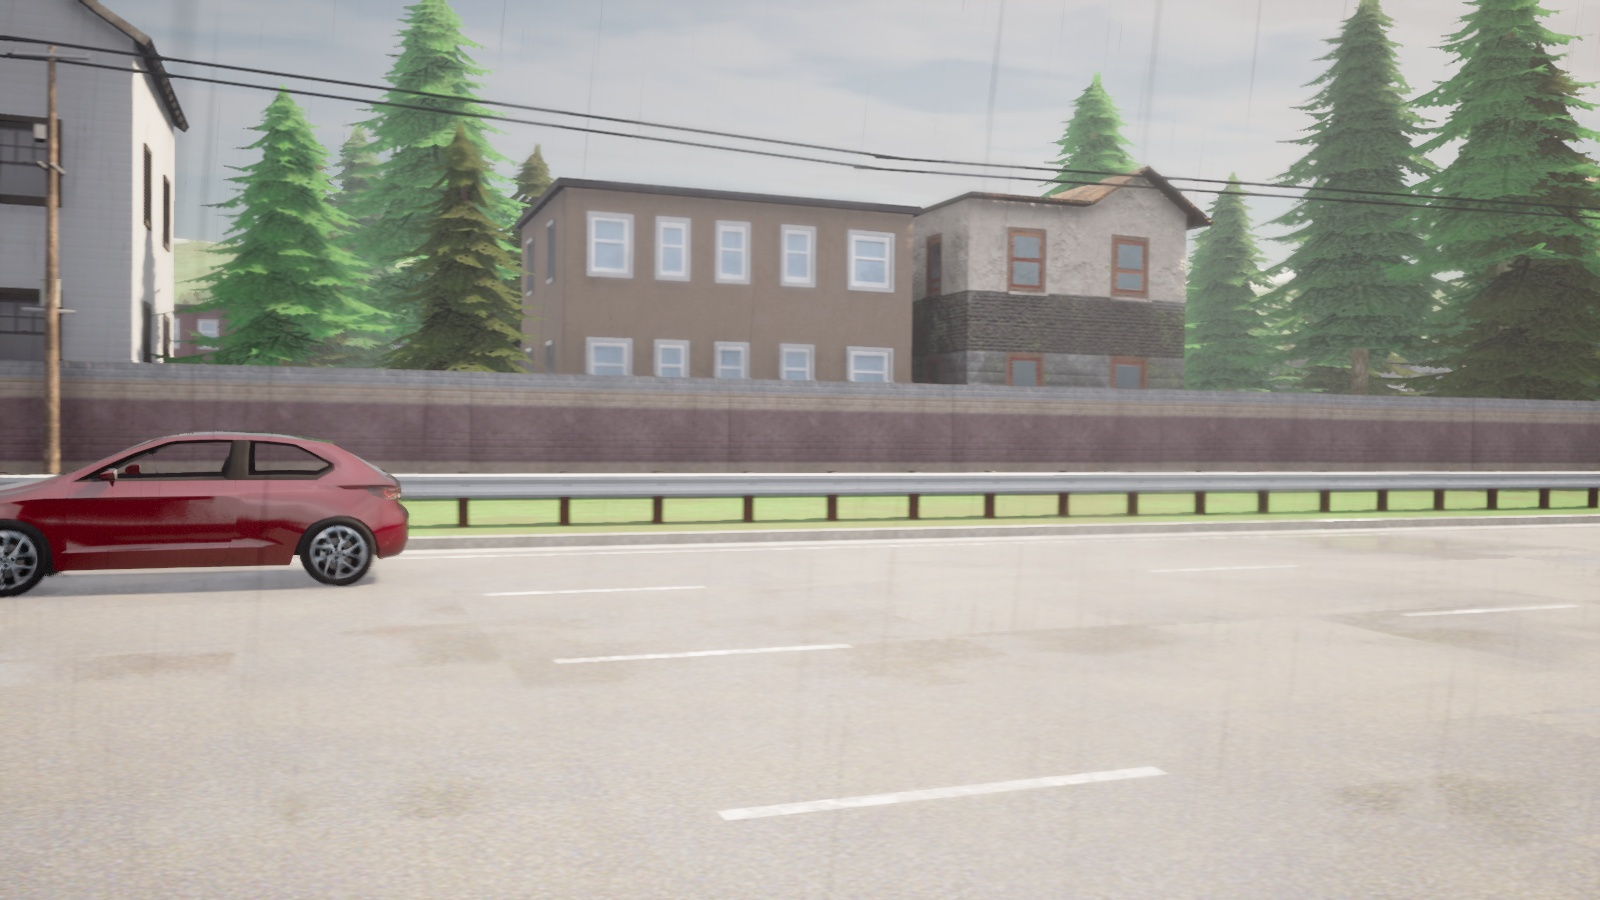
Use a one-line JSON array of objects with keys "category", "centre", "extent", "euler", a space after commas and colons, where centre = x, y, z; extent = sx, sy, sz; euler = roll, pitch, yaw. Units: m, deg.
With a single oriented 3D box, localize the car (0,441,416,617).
[{"category": "car", "centre": [-5.990, 0.678, 12.196], "extent": [4.193, 1.474, 1.816], "euler": [-1, 1, -21]}]
